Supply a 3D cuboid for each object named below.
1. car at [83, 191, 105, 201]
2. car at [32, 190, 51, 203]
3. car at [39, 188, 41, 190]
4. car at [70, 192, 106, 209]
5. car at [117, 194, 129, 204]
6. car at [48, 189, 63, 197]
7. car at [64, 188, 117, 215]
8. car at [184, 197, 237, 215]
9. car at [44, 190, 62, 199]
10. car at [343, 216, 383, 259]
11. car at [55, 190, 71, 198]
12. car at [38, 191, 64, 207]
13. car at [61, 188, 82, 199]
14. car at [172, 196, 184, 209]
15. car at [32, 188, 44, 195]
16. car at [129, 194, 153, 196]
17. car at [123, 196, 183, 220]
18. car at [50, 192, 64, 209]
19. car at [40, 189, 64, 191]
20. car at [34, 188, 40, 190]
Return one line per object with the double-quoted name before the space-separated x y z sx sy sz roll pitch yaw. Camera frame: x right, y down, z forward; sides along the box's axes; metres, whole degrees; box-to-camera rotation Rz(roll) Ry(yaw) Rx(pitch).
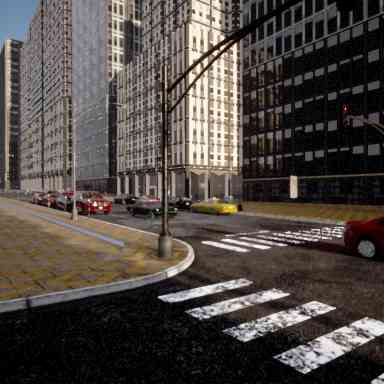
"car" -14.874 0.646 50.314 1.947 1.339 4.313 1 0 -36
"car" -18.323 0.793 40.826 1.802 1.307 4.206 1 0 -36
"car" -31.441 0.104 73.009 1.887 1.381 4.507 1 0 -36
"car" -11.107 0.857 35.321 2.128 1.511 4.902 0 1 -36
"car" -8.248 0.856 41.236 1.947 1.339 4.313 1 0 -36
"car" -28.127 0.214 68.469 2.008 1.369 4.403 1 0 -36
"car" -8.378 0.841 27.209 2.192 1.841 5.009 1 0 -36
"car" 1.662 1.127 27.811 1.752 1.417 4.829 1 0 -36
"car" -25.091 0.380 59.870 2.033 1.411 5.357 0 1 -34
"car" 7.258 1.427 10.159 1.882 1.535 5.008 0 1 -36
"car" -24.914 0.289 64.068 1.752 1.417 4.829 1 0 -36
"car" -15.009 0.861 36.287 1.887 1.381 4.507 1 0 -36
"car" -21.495 0.186 59.390 2.192 1.841 5.009 1 0 -36
"car" -1.620 1.066 32.158 1.947 1.339 4.313 1 0 -36
"car" -38.065 -0.208 82.086 1.967 1.590 4.097 1 0 -36
"car" -4.934 0.977 36.697 1.802 1.307 4.206 1 0 -36
"car" -2.950 1.225 24.137 1.895 1.301 4.718 0 1 -36
"car" -11.697 0.987 31.749 1.947 1.339 4.313 1 0 -36
"car" -20.148 0.603 47.846 1.812 1.442 4.674 0 1 -36
"car" -34.752 -0.104 77.547 1.967 1.590 4.097 1 0 -36
